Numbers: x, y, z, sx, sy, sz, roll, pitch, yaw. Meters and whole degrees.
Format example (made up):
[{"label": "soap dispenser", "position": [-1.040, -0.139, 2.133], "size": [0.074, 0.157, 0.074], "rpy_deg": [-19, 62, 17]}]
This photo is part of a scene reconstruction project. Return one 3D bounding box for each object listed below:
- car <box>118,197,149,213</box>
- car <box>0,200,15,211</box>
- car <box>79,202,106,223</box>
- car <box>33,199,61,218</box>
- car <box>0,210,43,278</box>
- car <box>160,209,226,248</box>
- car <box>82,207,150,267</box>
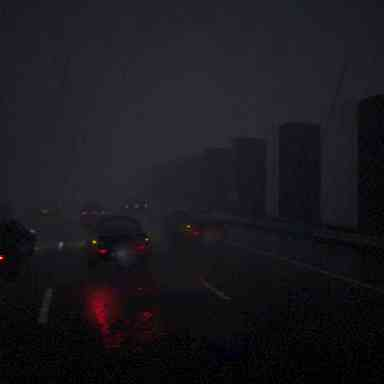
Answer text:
[{"label": "car", "position": [-5.223, 1.220, 29.226], "size": [2.097, 1.767, 4.553], "rpy_deg": [0, 0, -19]}, {"label": "car", "position": [-15.238, 1.384, 26.064], "size": [2.128, 1.511, 4.902], "rpy_deg": [0, 0, -19]}, {"label": "car", "position": [-7.423, 1.439, 24.862], "size": [2.033, 1.411, 5.357], "rpy_deg": [0, 0, -19]}, {"label": "car", "position": [-12.436, 1.355, 28.661], "size": [1.882, 1.535, 5.008], "rpy_deg": [0, 0, -19]}, {"label": "car", "position": [-5.794, 1.507, 9.652], "size": [2.033, 1.411, 5.357], "rpy_deg": [0, 0, -19]}, {"label": "car", "position": [-0.079, 1.459, 14.559], "size": [1.812, 1.442, 4.674], "rpy_deg": [0, 0, -19]}, {"label": "car", "position": [-2.628, 1.475, 11.217], "size": [1.812, 1.442, 4.674], "rpy_deg": [0, 0, -19]}]
